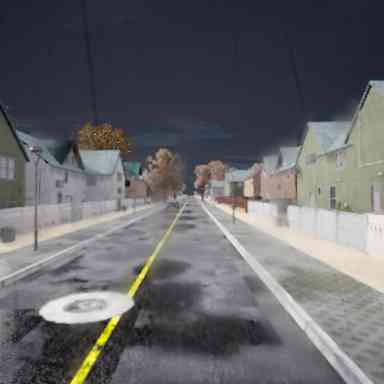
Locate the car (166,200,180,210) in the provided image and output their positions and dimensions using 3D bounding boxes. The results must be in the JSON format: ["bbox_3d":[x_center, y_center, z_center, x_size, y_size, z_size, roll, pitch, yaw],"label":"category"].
[{"bbox_3d":[-2.794,1.842,49.830,2.033,1.411,5.357,0,0,0],"label":"car"}]
